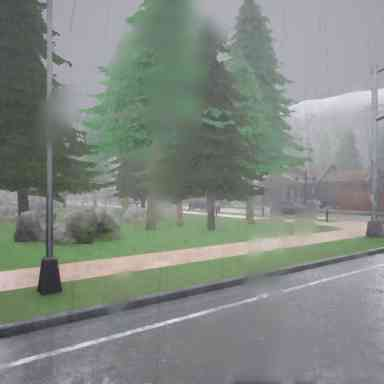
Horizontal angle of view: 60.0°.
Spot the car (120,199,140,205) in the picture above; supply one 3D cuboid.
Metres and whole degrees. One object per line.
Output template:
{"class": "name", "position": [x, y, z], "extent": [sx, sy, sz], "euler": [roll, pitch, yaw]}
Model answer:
{"class": "car", "position": [-10.435, 1.550, 56.187], "extent": [1.994, 1.385, 4.181], "euler": [0, 0, -42]}

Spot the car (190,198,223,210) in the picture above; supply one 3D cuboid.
{"class": "car", "position": [1.703, 1.477, 40.732], "extent": [2.128, 1.511, 4.902], "euler": [0, 0, -37]}

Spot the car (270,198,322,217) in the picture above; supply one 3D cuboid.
{"class": "car", "position": [9.277, 1.549, 30.681], "extent": [1.994, 1.385, 4.181], "euler": [0, 0, -37]}

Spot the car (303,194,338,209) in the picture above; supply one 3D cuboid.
{"class": "car", "position": [16.653, 1.159, 42.400], "extent": [4.605, 1.855, 1.932], "euler": [0, 0, -37]}

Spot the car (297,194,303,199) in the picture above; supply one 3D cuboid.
{"class": "car", "position": [14.826, 1.161, 44.171], "extent": [3.866, 1.878, 1.905], "euler": [0, 0, -37]}
